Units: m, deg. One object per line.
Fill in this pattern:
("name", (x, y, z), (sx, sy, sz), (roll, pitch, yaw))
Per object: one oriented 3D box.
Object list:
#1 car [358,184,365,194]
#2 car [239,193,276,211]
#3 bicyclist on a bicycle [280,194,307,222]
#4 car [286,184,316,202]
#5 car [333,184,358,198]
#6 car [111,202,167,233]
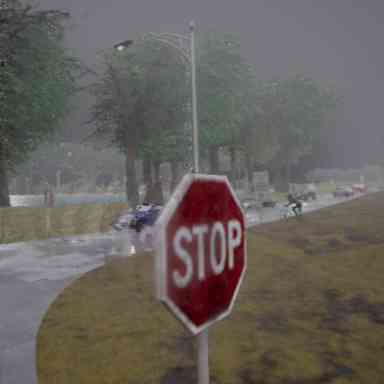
("car", (26.345, -0.513, 52.901), (1.882, 1.535, 5.008), (-2, 1, 36))
("car", (5.947, 0.854, 29.905), (2.128, 1.511, 4.902), (-2, 1, 36))
("bicyclist on a bicycle", (6.023, 0.965, 19.855), (1.656, 1.620, 0.582), (-1, 1, 36))
("car", (13.107, 0.083, 39.715), (2.150, 2.045, 5.566), (-2, 2, 36))
("car", (20.266, -0.054, 44.551), (2.128, 1.511, 4.902), (-2, 1, 36))
("car", (-2.332, 1.328, 18.551), (1.812, 1.442, 4.674), (-2, 1, 36))
